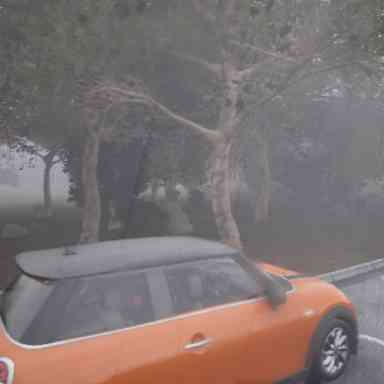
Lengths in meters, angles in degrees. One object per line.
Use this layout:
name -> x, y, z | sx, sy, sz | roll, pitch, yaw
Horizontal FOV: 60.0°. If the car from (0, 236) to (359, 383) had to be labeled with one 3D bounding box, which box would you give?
car -> -0.030, 1.345, 4.005 | 4.553, 1.767, 2.185 | -1, 2, -33
